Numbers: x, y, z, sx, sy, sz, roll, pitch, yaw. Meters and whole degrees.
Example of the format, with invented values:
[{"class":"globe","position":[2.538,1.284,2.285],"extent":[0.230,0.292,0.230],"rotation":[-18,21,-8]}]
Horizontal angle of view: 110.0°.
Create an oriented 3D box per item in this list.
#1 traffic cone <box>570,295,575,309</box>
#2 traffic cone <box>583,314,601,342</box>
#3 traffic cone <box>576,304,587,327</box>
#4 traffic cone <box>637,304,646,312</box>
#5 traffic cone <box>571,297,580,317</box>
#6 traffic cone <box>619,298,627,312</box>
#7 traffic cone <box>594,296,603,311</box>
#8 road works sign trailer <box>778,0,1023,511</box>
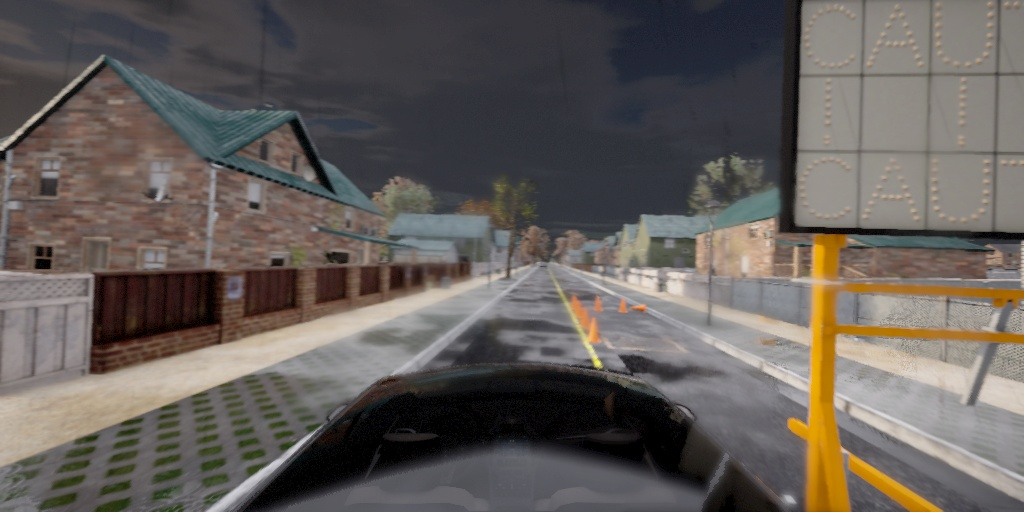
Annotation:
[{"class":"traffic cone","position":[2.619,1.951,15.114],"extent":[0.340,0.580,0.340],"rotation":[0,0,5]},{"class":"traffic cone","position":[2.072,1.866,9.139],"extent":[0.340,0.580,0.340],"rotation":[0,0,5]},{"class":"traffic cone","position":[2.255,1.894,11.130],"extent":[0.340,0.580,0.340],"rotation":[0,0,5]},{"class":"traffic cone","position":[5.488,1.885,14.856],"extent":[0.340,0.580,0.340],"rotation":[0,0,12]},{"class":"traffic cone","position":[2.437,1.922,13.122],"extent":[0.340,0.580,0.340],"rotation":[0,0,5]},{"class":"traffic cone","position":[4.609,2.025,14.931],"extent":[0.340,0.580,0.340],"rotation":[0,0,5]},{"class":"traffic cone","position":[3.614,1.988,15.022],"extent":[0.340,0.580,0.340],"rotation":[0,0,5]},{"class":"road works sign trailer","position":[2.597,0.318,2.061],"extent":[2.380,3.560,2.880],"rotation":[0,0,5]}]
